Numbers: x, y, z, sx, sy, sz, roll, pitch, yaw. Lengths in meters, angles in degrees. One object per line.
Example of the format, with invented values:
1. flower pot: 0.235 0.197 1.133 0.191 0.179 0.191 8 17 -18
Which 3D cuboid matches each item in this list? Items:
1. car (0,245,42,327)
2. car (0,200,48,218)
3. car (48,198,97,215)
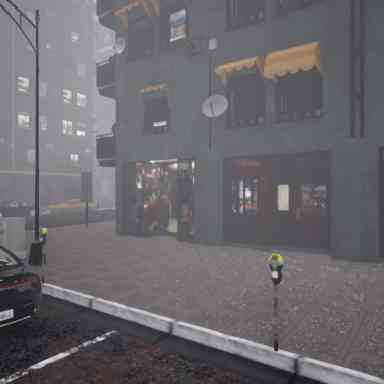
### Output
1. car: -4.487 1.551 6.062 4.403 1.369 2.008 0 0 35
2. car: -14.076 1.350 26.060 2.008 1.369 4.403 1 1 35
3. car: -10.992 1.250 30.489 1.752 1.417 4.829 1 1 35
